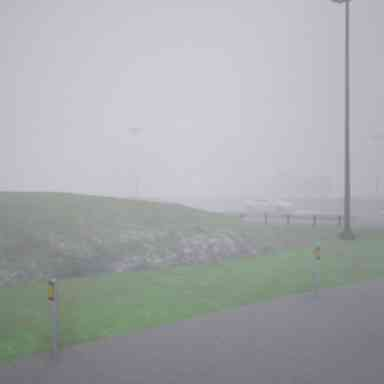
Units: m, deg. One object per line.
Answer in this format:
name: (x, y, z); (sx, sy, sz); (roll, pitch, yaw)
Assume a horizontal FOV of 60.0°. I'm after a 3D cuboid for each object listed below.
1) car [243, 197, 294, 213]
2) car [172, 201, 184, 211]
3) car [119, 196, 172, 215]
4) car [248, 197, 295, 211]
car: (7.432, 1.293, 33.389); (4.674, 1.442, 1.812); (0, 0, 25)
car: (-3.222, 1.278, 34.592); (4.902, 1.511, 2.128); (0, 0, 26)
car: (-4.586, 1.165, 31.365); (4.553, 1.767, 2.097); (0, 0, 26)
car: (8.752, 1.267, 36.637); (4.674, 1.442, 1.812); (0, 0, 25)
